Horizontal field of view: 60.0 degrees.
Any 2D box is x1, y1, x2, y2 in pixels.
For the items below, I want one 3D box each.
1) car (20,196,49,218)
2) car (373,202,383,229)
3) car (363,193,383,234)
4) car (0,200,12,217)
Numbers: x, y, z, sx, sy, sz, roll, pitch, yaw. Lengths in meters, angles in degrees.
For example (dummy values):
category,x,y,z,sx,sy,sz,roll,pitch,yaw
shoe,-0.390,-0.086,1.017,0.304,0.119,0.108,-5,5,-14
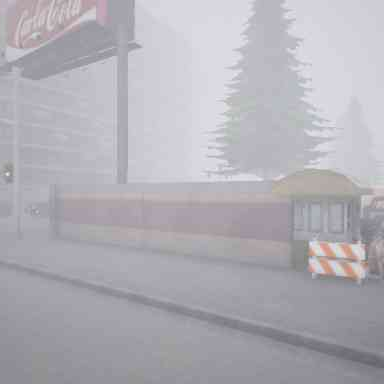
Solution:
category,x,y,z,sx,sy,sz,roll,pitch,yaw
car,-12.424,1.222,30.857,2.150,2.045,5.566,0,0,35
car,12.661,1.338,18.653,4.193,1.474,1.816,0,0,35
car,10.719,1.149,16.598,3.866,1.878,1.905,0,0,35
car,-17.706,1.505,29.452,1.837,1.490,4.892,0,0,35
